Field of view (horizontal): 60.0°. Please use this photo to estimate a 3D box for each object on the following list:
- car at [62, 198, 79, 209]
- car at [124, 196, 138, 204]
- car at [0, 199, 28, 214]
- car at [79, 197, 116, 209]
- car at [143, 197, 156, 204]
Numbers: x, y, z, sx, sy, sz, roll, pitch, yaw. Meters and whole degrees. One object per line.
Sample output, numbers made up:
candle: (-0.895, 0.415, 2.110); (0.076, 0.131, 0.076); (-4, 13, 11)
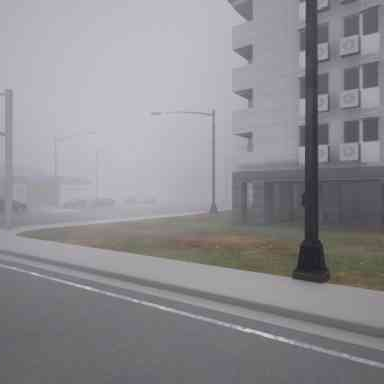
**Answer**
car: (-15.749, 1.560, 45.680); (1.994, 1.385, 4.181); (0, 0, 25)
car: (-11.359, 1.491, 62.369); (1.882, 1.535, 5.008); (0, 0, 1)
car: (-19.373, 1.477, 33.718); (1.882, 1.535, 5.008); (0, 0, 36)
car: (-12.295, 1.487, 44.807); (2.128, 1.511, 4.902); (0, 0, 25)
car: (-7.859, 1.620, 62.284); (1.895, 1.301, 4.718); (0, 0, 1)
